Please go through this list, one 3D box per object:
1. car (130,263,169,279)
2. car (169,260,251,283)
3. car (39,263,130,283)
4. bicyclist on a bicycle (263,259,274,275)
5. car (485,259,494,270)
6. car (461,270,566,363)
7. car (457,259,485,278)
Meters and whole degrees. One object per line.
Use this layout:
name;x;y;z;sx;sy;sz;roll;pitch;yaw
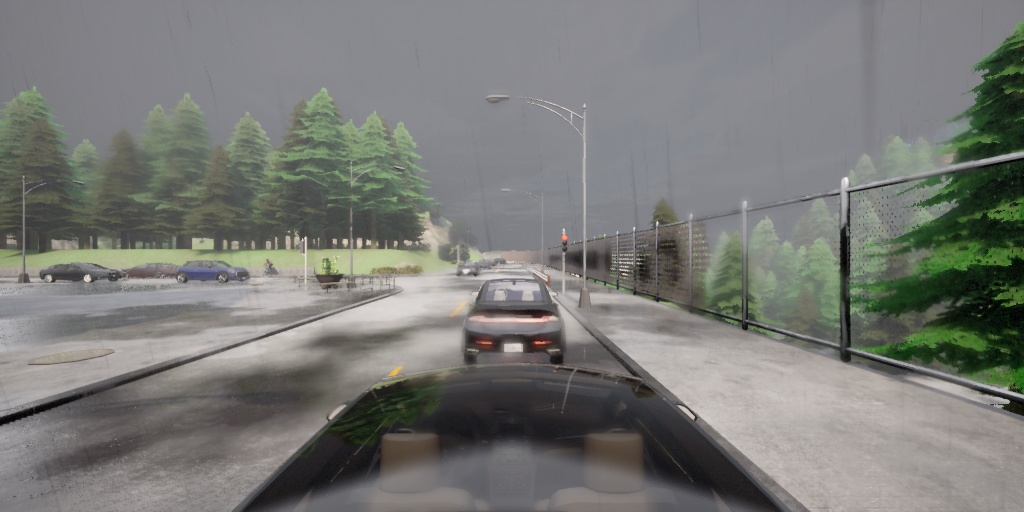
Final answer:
car;-31.336;1.297;31.379;5.357;1.411;2.033;0;0;0
car;-22.531;1.102;27.173;4.553;1.767;2.097;0;0;0
car;-32.588;1.255;27.182;4.892;1.490;1.837;0;0;0
bicyclist on a bicycle;-24.155;1.099;35.572;0.582;1.620;1.656;0;0;0
car;-4.093;1.253;52.508;1.837;1.490;4.892;0;1;0
car;0.047;1.241;8.092;2.128;1.511;4.902;0;0;1
car;-4.099;1.243;34.489;2.128;1.511;4.902;0;0;0
